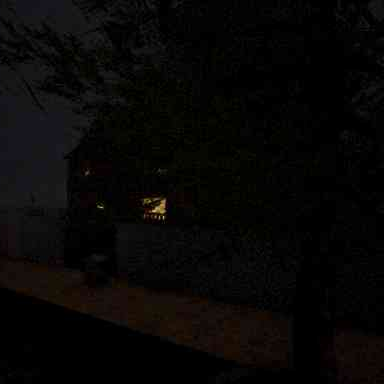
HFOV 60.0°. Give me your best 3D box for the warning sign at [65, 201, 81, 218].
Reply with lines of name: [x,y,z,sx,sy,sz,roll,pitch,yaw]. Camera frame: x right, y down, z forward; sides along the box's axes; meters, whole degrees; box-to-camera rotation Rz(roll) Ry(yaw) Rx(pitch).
warning sign: [-13.385,1.928,37.340,1.300,1.860,1.060,2,1,20]
